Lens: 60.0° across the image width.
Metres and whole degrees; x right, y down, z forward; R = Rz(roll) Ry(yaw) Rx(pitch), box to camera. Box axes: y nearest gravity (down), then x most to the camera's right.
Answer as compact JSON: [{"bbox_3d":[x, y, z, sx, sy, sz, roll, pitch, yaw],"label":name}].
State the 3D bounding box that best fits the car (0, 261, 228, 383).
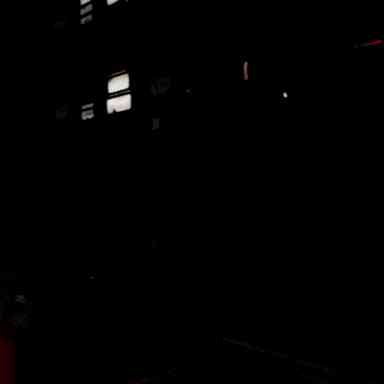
[{"bbox_3d":[-1.749,1.524,3.991,4.507,1.381,1.887,0,-1,36],"label":"car"}]
